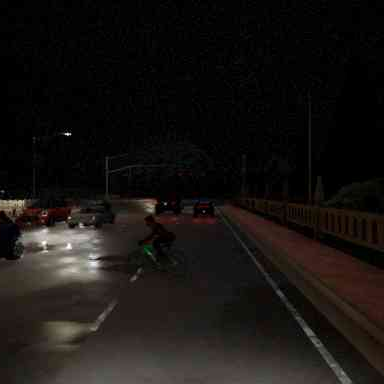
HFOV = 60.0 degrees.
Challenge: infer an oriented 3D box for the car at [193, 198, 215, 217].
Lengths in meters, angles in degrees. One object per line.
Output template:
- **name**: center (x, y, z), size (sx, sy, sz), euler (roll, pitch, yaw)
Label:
- **car**: center (1.125, 1.492, 31.310), size (2.128, 1.511, 4.902), euler (0, 0, 2)

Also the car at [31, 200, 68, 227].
- **car**: center (-9.874, 1.351, 22.569), size (2.097, 1.767, 4.553), euler (0, 0, 2)

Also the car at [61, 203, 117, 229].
- **car**: center (-6.408, 1.601, 21.625), size (1.895, 1.301, 4.718), euler (0, 0, 2)

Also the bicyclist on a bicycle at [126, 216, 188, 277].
- **bicyclist on a bicycle**: center (-0.932, 1.452, 8.755), size (1.656, 1.620, 0.582), euler (-2, 0, 2)

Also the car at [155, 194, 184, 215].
- **car**: center (-2.343, 1.221, 33.666), size (2.150, 2.045, 5.566), euler (0, 0, 2)

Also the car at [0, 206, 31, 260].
- **car**: center (-6.840, 1.352, 9.395), size (2.097, 1.767, 4.553), euler (0, 0, 2)

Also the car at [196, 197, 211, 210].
- **car**: center (1.576, 1.477, 44.484), size (1.882, 1.535, 5.008), euler (0, 0, 2)

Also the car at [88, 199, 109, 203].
- **car**: center (-9.460, 1.492, 33.284), size (2.128, 1.511, 4.902), euler (0, 0, 2)
